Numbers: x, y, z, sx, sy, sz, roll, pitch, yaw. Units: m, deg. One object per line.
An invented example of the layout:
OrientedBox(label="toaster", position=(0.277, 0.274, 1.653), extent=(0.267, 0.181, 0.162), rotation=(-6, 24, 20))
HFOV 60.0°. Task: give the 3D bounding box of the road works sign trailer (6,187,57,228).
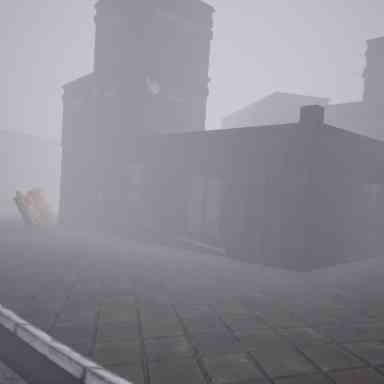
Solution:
OrientedBox(label="road works sign trailer", position=(-10.518, 1.181, 21.013), extent=(2.880, 2.380, 3.560), rotation=(-26, 7, -18))
